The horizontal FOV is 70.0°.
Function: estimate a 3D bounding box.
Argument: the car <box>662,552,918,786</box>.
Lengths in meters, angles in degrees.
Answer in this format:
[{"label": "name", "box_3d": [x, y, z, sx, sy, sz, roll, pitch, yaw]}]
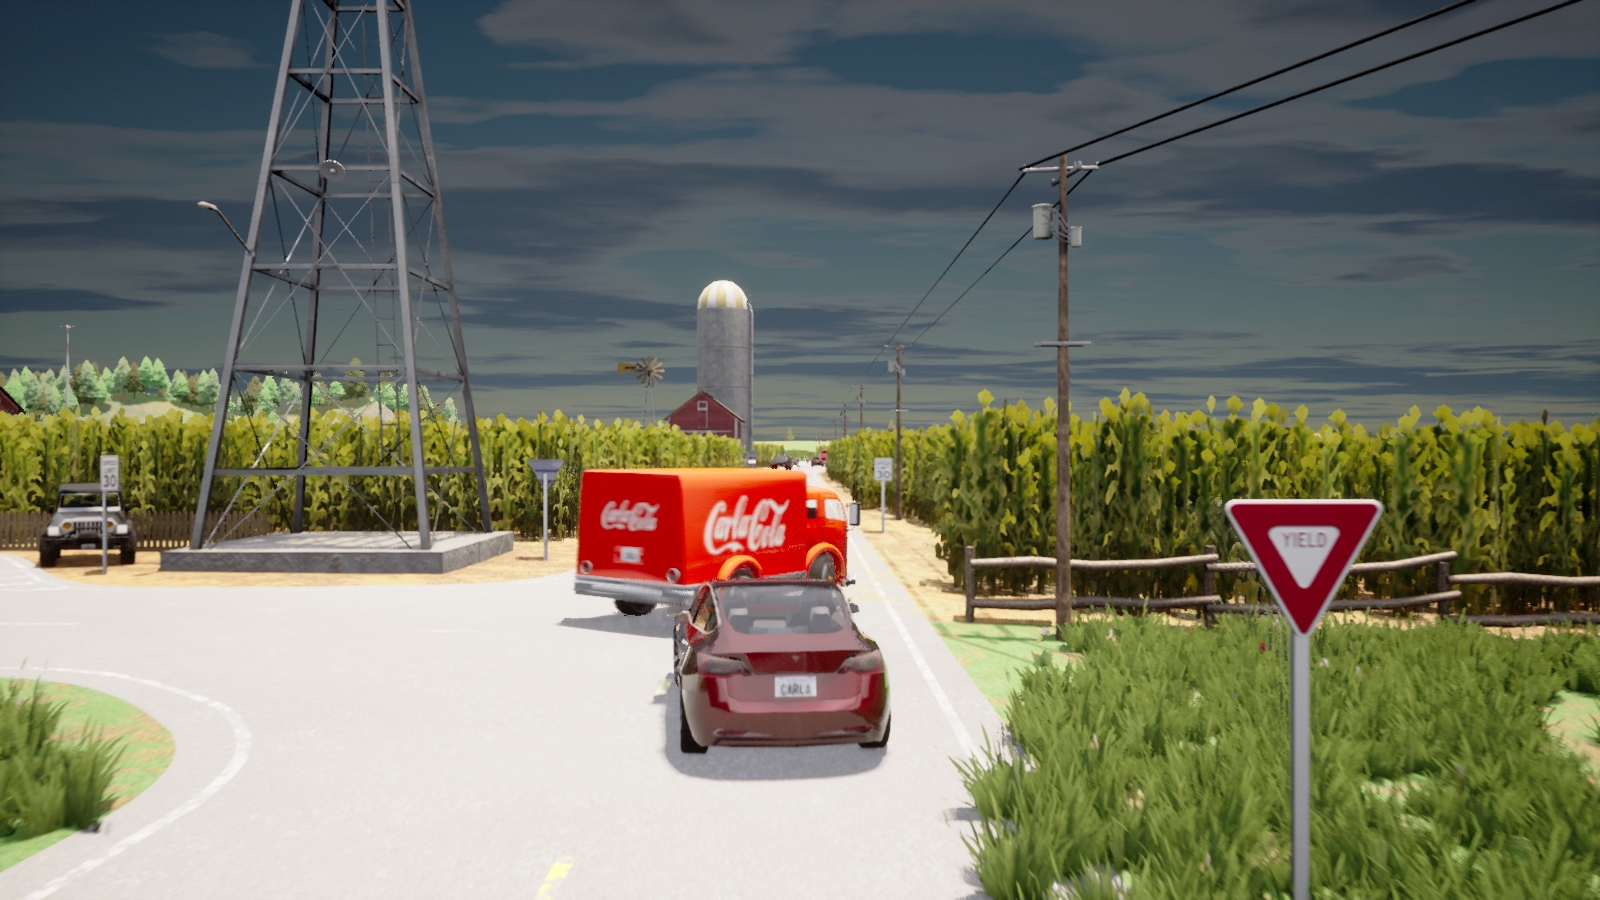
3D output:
[{"label": "car", "box_3d": [-0.354, 2.059, 12.068, 2.163, 1.488, 4.792, 0, 0, -7]}]

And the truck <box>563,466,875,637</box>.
[{"label": "truck", "box_3d": [-1.212, 1.557, 19.716, 2.627, 2.467, 5.204, 1, -1, 35]}]
